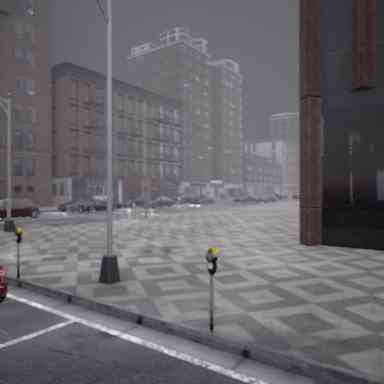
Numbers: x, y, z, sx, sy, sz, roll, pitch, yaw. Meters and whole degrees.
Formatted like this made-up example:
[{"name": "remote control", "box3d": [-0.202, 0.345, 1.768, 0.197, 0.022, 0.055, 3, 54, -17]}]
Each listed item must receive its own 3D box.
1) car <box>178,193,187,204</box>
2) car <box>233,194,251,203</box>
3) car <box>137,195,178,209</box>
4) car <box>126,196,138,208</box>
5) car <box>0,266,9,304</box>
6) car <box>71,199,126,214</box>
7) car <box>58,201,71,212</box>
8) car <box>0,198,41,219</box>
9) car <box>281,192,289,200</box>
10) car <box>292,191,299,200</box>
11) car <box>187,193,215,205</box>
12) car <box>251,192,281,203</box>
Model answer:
[{"name": "car", "box3d": [-1.366, 0.949, 50.876, 2.097, 1.767, 4.553, 0, 1, 36]}, {"name": "car", "box3d": [8.471, 1.030, 53.103, 2.033, 1.411, 5.357, 0, 1, 33]}, {"name": "car", "box3d": [-4.193, 1.242, 41.422, 1.812, 1.442, 4.674, 0, 1, 36]}, {"name": "car", "box3d": [-7.059, 1.233, 42.999, 1.837, 1.490, 4.892, 0, 1, 36]}, {"name": "car", "box3d": [-5.354, 1.639, 6.783, 4.206, 1.307, 1.802, 0, 0, 36]}, {"name": "car", "box3d": [-9.501, 1.443, 34.046, 1.895, 1.301, 4.718, 0, 1, 36]}, {"name": "car", "box3d": [-12.223, 1.415, 35.859, 1.994, 1.385, 4.181, 0, 1, 34]}, {"name": "car", "box3d": [-14.750, 1.321, 26.752, 2.097, 1.767, 4.553, 0, 1, 36]}, {"name": "car", "box3d": [17.598, 0.783, 65.814, 1.837, 1.490, 4.892, 0, 1, 36]}, {"name": "car", "box3d": [21.335, 0.599, 65.445, 2.097, 1.767, 4.553, 0, 1, 36]}, {"name": "car", "box3d": [1.634, 1.146, 49.463, 1.994, 1.385, 4.181, 0, 1, 36]}, {"name": "car", "box3d": [11.626, 1.012, 51.935, 2.033, 1.411, 5.357, 0, 1, 34]}]
